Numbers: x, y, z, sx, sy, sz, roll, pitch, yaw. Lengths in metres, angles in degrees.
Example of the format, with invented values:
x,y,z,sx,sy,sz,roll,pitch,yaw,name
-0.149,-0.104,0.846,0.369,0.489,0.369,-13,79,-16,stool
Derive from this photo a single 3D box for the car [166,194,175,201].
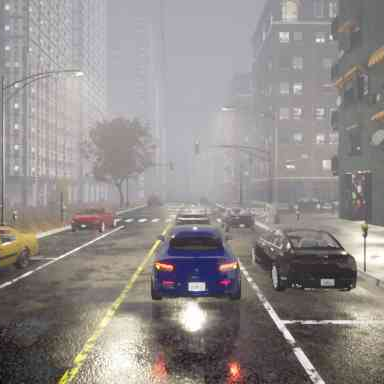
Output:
x,y,z,sx,sy,sz,roll,pitch,yaw,name
-5.867,1.409,90.850,2.192,1.841,5.009,0,0,0,car

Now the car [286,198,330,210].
x,y,z,sx,sy,sz,roll,pitch,yaw,name
13.352,1.359,39.245,4.403,1.369,2.008,-1,1,-1,car

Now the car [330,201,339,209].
x,y,z,sx,sy,sz,roll,pitch,yaw,name
18.749,1.259,39.310,4.829,1.417,1.752,-1,1,-1,car

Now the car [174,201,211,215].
x,y,z,sx,sy,sz,roll,pitch,yaw,name
0.045,1.495,18.334,2.128,1.511,4.902,0,0,0,car

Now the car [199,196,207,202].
x,y,z,sx,sy,sz,roll,pitch,yaw,name
2.535,1.598,79.990,1.752,1.417,4.829,0,0,0,car

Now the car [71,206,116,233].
x,y,z,sx,sy,sz,roll,pitch,yaw,name
-5.726,1.549,19.802,1.887,1.381,4.507,0,0,0,car

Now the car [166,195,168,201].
x,y,z,sx,sy,sz,roll,pitch,yaw,name
-5.802,1.607,57.713,1.947,1.339,4.313,0,0,0,car

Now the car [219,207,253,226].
x,y,z,sx,sy,sz,roll,pitch,yaw,name
2.654,1.555,19.818,2.008,1.369,4.403,0,0,0,car

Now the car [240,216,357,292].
x,y,z,sx,sy,sz,roll,pitch,yaw,name
2.676,1.551,8.752,2.008,1.369,4.403,0,0,0,car

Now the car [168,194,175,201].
x,y,z,sx,sy,sz,roll,pitch,yaw,name
-5.856,1.649,85.328,1.947,1.339,4.313,0,0,0,car

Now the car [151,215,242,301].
x,y,z,sx,sy,sz,roll,pitch,yaw,name
0.078,1.526,8.232,1.812,1.442,4.674,0,0,0,car

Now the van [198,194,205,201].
x,y,z,sx,sy,sz,roll,pitch,yaw,name
2.524,1.424,85.344,1.690,1.788,3.998,0,0,0,van

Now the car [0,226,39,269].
x,y,z,sx,sy,sz,roll,pitch,yaw,name
-5.704,1.526,8.566,1.752,1.417,4.829,0,0,0,car

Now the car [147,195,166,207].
x,y,z,sx,sy,sz,roll,pitch,yaw,name
-5.791,1.349,52.190,2.192,1.841,5.009,0,0,0,car

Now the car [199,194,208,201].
x,y,z,sx,sy,sz,roll,pitch,yaw,name
2.547,1.630,74.298,1.947,1.339,4.313,0,0,0,car
